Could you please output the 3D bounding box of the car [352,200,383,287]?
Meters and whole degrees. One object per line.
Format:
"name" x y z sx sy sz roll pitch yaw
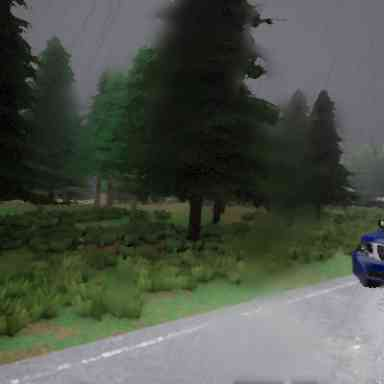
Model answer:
"car" 6.367 1.304 8.448 5.566 2.045 2.150 1 0 -36

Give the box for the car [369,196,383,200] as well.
"car" 20.816 1.280 37.756 2.033 1.411 5.357 4 2 -6

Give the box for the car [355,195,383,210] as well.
"car" 23.317 1.292 42.322 1.882 1.535 5.008 5 1 -13
